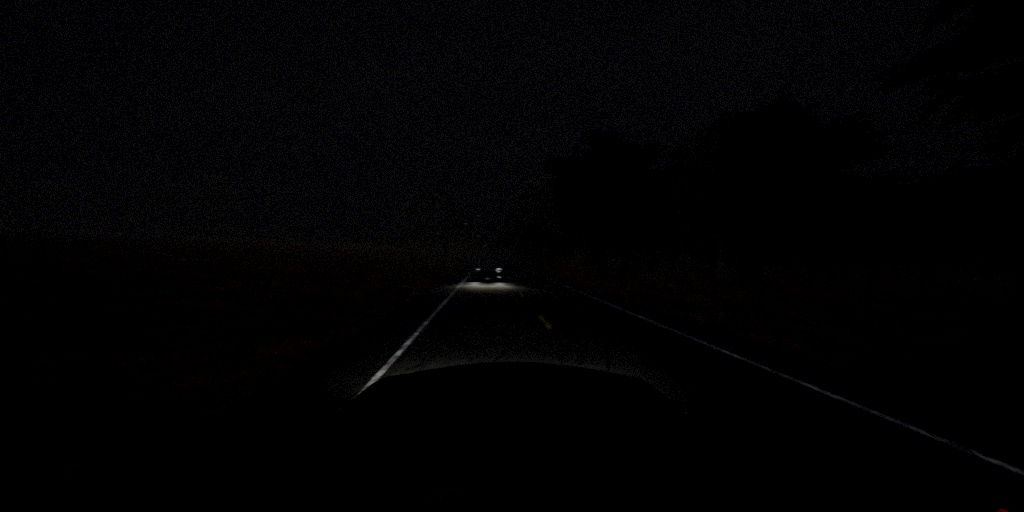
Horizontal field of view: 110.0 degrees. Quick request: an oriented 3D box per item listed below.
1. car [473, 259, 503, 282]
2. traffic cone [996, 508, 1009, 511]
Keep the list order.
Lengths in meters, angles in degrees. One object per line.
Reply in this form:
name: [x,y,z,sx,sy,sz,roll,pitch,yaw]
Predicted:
car: [-1.830,0.987,27.205,2.097,1.767,4.553,1,0,-4]
traffic cone: [2.863,1.780,2.095,0.340,0.580,0.340,0,0,-4]
